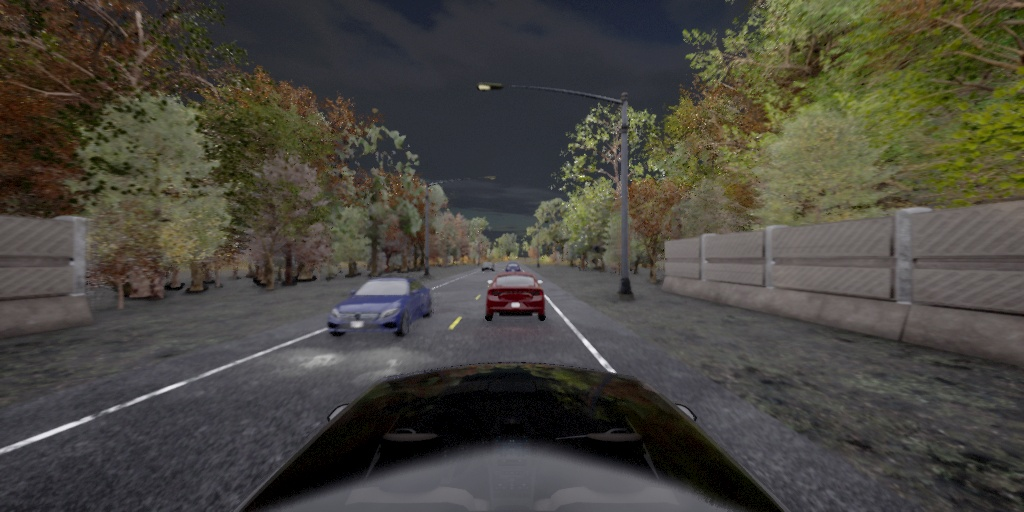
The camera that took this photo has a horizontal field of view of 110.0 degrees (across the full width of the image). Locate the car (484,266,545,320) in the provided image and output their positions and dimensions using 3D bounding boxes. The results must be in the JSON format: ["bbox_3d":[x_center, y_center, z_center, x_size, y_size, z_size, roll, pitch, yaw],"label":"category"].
[{"bbox_3d":[0.110,1.311,13.122,1.882,1.535,5.008,0,0,0],"label":"car"}]

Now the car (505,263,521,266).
[{"bbox_3d":[0.130,1.559,44.267,1.812,1.442,4.674,0,0,0],"label":"car"}]

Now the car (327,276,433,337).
[{"bbox_3d":[-3.593,1.342,10.655,1.812,1.442,4.674,0,0,0],"label":"car"}]

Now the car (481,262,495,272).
[{"bbox_3d":[-3.532,1.591,53.369,1.837,1.490,4.892,0,0,0],"label":"car"}]
